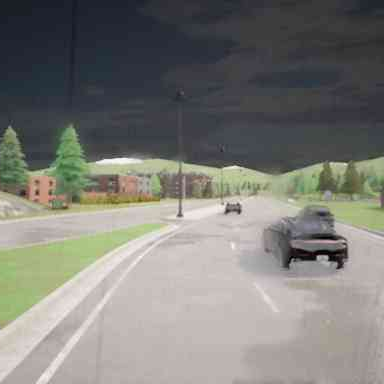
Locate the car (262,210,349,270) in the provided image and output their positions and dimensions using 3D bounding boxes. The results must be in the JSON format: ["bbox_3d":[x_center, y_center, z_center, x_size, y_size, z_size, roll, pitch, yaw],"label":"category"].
[{"bbox_3d":[3.658,1.600,11.473,2.128,1.511,4.902,0,-1,2],"label":"car"}]

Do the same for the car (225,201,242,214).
[{"bbox_3d":[5.105,1.884,40.643,2.128,1.511,4.902,0,0,12],"label":"car"}]

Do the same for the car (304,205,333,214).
[{"bbox_3d":[8.877,1.728,23.863,1.837,1.490,4.892,0,-1,10],"label":"car"}]
